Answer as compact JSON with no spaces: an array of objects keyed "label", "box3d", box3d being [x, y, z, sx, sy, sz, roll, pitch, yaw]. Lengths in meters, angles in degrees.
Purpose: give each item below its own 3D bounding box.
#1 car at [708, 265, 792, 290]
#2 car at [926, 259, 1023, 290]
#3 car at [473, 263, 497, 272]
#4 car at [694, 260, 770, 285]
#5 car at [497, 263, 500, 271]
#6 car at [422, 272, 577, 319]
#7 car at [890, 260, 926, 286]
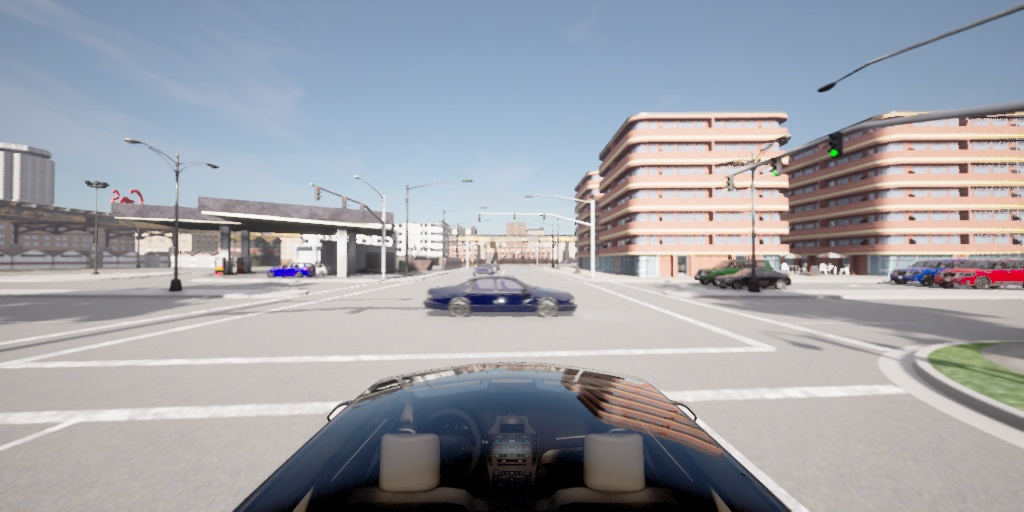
[{"label":"car","box3d":[16.404,1.556,24.476,4.674,1.442,1.812,0,-1,0]},{"label":"car","box3d":[32.363,1.249,24.353,5.566,2.045,2.150,0,-1,0]},{"label":"car","box3d":[-3.095,1.566,39.294,2.097,1.767,4.553,0,-1,-1]},{"label":"car","box3d":[17.306,1.295,27.982,5.566,2.045,2.150,0,-1,0]},{"label":"car","box3d":[-3.251,1.997,54.233,1.895,1.301,4.718,0,-1,0]},{"label":"car","box3d":[-0.431,1.419,13.021,5.357,1.411,2.033,0,-1,0]},{"label":"car","box3d":[32.937,1.291,27.848,5.566,2.045,2.150,0,-1,0]}]
